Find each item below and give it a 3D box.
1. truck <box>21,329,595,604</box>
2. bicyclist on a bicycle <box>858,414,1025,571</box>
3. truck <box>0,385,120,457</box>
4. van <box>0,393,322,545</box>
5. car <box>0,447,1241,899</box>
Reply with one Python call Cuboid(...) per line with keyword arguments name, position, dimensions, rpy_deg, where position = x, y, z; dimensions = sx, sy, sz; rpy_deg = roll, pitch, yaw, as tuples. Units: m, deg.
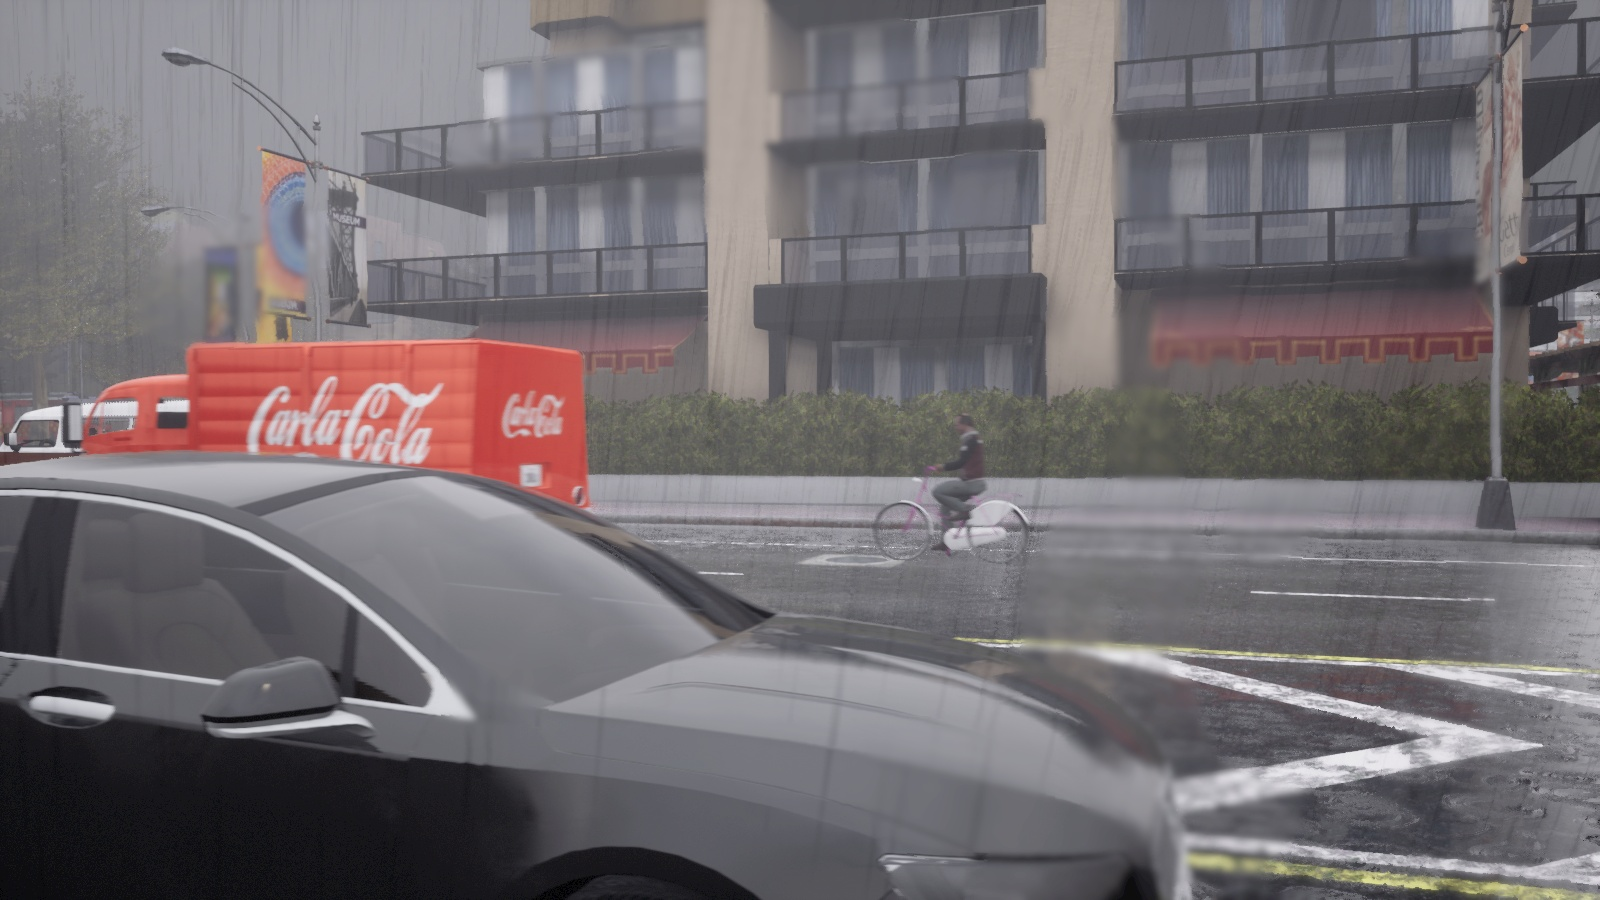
Cuboid(name="truck", position=(-5.132, 0.107, 13.349), dimensions=(5.204, 2.467, 2.627), rpy_deg=(1, 1, 19))
Cuboid(name="bicyclist on a bicycle", position=(1.661, 0.467, 14.763), dimensions=(1.843, 1.776, 0.659), rpy_deg=(1, 1, 19))
Cuboid(name="truck", position=(-42.201, -1.612, 69.671), dimensions=(8.468, 3.827, 2.891), rpy_deg=(0, 1, 19))
Cuboid(name="van", position=(-9.596, 0.218, 18.508), dimensions=(4.480, 2.038, 2.069), rpy_deg=(1, 1, 19))
Cuboid(name="car", position=(-1.333, 0.768, 3.641), dimensions=(4.892, 1.490, 1.837), rpy_deg=(1, 1, 19))
